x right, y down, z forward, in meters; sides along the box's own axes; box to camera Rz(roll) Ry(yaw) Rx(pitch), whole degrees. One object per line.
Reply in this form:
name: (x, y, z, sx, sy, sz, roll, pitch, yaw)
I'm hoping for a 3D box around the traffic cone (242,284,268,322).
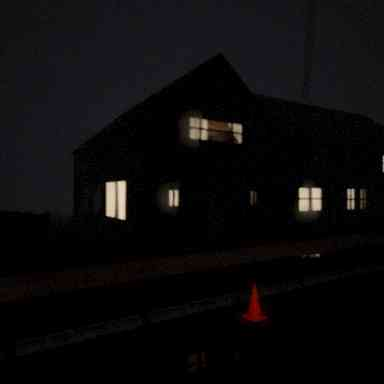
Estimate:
traffic cone: (1.128, 1.951, 5.965, 0.340, 0.580, 0.340, 0, 0, -34)
